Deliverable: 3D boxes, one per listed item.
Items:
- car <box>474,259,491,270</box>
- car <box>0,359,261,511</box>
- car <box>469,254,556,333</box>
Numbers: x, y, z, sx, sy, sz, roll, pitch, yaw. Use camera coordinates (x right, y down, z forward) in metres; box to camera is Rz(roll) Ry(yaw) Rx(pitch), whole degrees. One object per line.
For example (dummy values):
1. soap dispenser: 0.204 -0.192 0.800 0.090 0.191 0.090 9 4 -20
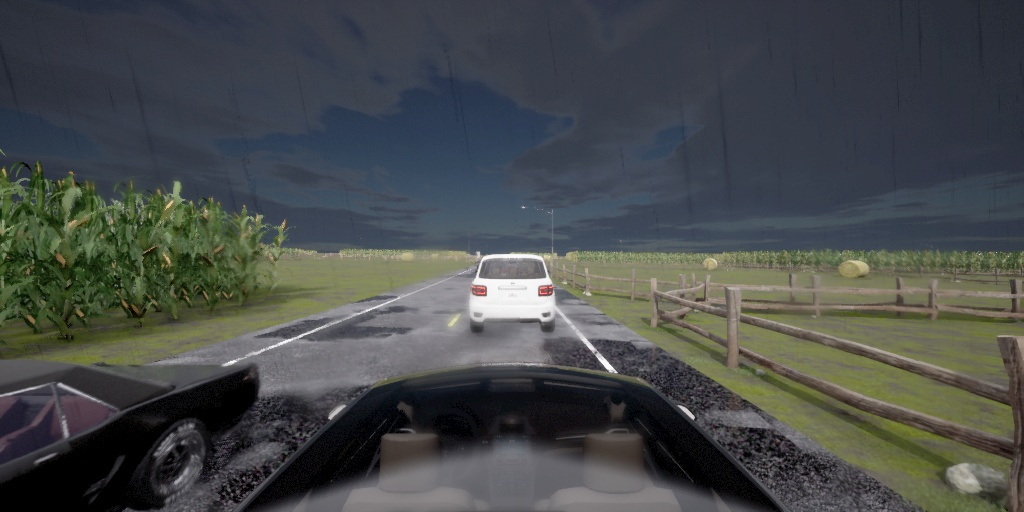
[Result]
1. car: -4.320 1.205 53.472 2.128 1.511 4.902 0 0 -1
2. car: -3.606 1.351 1.567 1.895 1.301 4.718 0 0 0
3. car: 0.016 0.972 10.909 2.150 2.045 5.566 0 0 0
